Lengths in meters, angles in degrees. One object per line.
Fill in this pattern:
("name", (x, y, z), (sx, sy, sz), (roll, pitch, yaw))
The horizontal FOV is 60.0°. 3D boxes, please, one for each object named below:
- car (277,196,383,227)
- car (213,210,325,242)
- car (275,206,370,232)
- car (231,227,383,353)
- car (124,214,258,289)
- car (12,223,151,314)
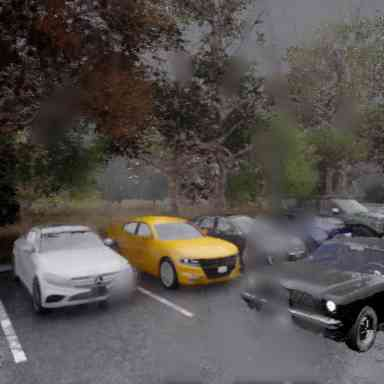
("car", (6.060, 1.206, 14.343), (2.435, 2.045, 5.566), (0, 0, -35))
("car", (1.504, 1.469, 11.138), (2.231, 1.521, 4.892), (0, 0, -35))
("car", (3.757, 1.492, 12.771), (2.163, 1.488, 4.792), (0, 0, -35))
("car", (3.169, 1.591, 6.249), (4.718, 1.301, 1.895), (0, 0, -35))
("car", (-0.763, 1.473, 9.520), (2.097, 1.535, 5.008), (0, 0, -35))
("car", (-3.029, 1.518, 7.901), (2.002, 1.452, 4.674), (0, 0, -35))
